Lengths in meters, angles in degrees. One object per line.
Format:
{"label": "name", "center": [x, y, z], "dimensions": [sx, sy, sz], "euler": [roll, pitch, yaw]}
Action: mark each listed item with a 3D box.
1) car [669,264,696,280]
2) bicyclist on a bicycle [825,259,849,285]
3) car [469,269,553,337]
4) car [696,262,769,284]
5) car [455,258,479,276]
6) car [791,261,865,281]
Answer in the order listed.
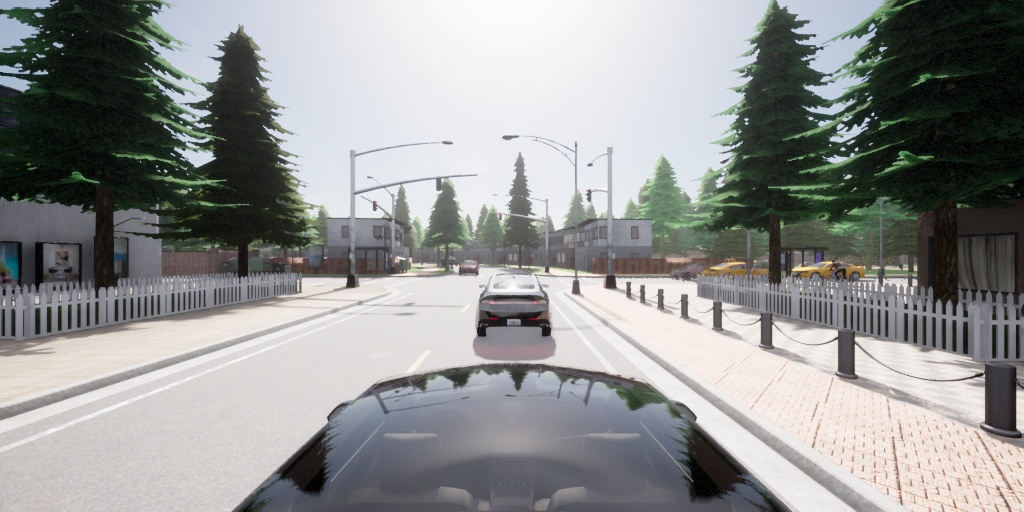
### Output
{"label": "car", "center": [15.295, 1.299, 29.595], "dimensions": [4.181, 1.385, 1.994], "euler": [0, 0, 2]}
{"label": "bicyclist on a bicycle", "center": [19.886, 1.035, 21.978], "dimensions": [0.582, 1.620, 1.656], "euler": [0, 0, 2]}
{"label": "car", "center": [0.056, 1.242, 10.291], "dimensions": [2.128, 1.511, 4.902], "euler": [0, 0, 0]}
{"label": "car", "center": [16.462, 1.212, 25.840], "dimensions": [5.008, 1.535, 1.882], "euler": [0, 0, 1]}
{"label": "car", "center": [-4.355, 1.194, 36.687], "dimensions": [1.882, 1.535, 5.008], "euler": [0, 0, -3]}
{"label": "car", "center": [25.722, 1.212, 29.294], "dimensions": [5.008, 1.535, 1.882], "euler": [0, 0, 2]}
